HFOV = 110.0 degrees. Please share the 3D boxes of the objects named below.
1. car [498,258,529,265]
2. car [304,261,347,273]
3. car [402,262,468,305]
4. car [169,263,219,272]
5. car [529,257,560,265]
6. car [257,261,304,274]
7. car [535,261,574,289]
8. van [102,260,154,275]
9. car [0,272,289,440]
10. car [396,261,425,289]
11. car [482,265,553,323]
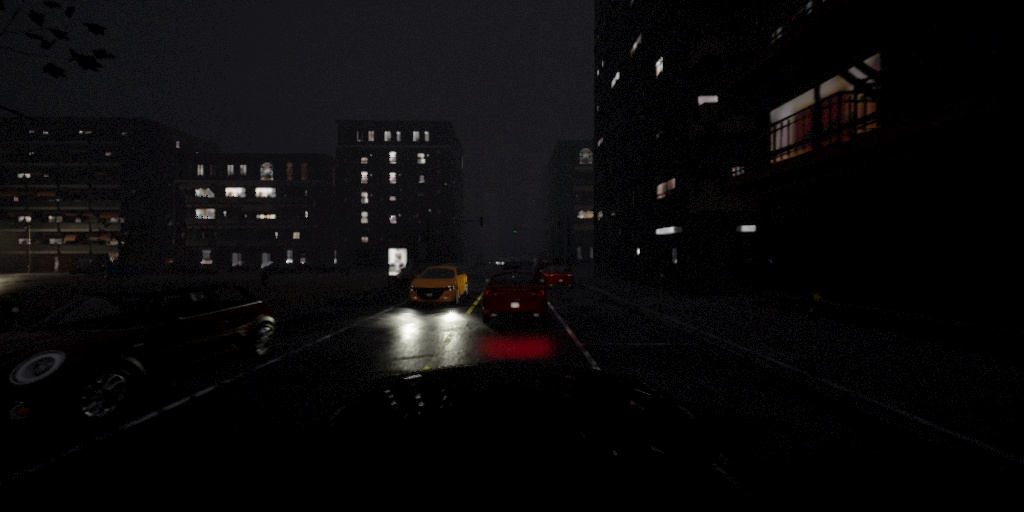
[{"bbox_3d":[0.101,1.156,27.646,1.837,1.490,4.892,0,0,0],"label":"car"},{"bbox_3d":[-22.383,1.484,43.851,4.403,1.370,2.007,0,0,0],"label":"car"},{"bbox_3d":[-3.095,1.172,15.911,1.882,1.535,5.008,0,0,0],"label":"car"},{"bbox_3d":[-38.382,1.713,43.786,4.507,1.381,1.888,0,0,0],"label":"car"},{"bbox_3d":[2.695,0.967,27.546,2.192,1.841,5.009,0,0,0],"label":"car"},{"bbox_3d":[-27.952,1.566,43.812,4.403,1.370,2.007,0,0,0],"label":"car"},{"bbox_3d":[2.694,1.217,22.018,1.888,1.381,4.507,0,0,0],"label":"car"},{"bbox_3d":[-46.842,1.633,43.784,3.998,1.789,1.690,0,0,0],"label":"van"},{"bbox_3d":[-5.691,1.175,5.439,1.967,1.591,4.097,0,0,0],"label":"car"},{"bbox_3d":[-5.687,1.112,22.021,1.967,1.591,4.097,0,0,0],"label":"car"},{"bbox_3d":[0.096,1.188,12.034,1.882,1.535,5.008,0,-1,0],"label":"car"}]
